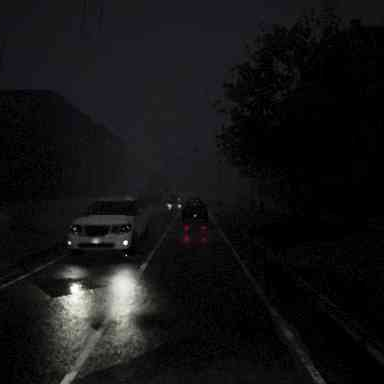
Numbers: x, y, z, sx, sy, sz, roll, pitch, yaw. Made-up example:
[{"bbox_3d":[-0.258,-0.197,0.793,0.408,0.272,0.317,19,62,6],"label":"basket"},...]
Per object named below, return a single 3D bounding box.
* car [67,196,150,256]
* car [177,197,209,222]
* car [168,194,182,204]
[{"bbox_3d":[-3.035,1.195,13.298,2.150,2.045,5.566,0,0,0],"label":"car"},{"bbox_3d":[0.223,1.396,24.974,2.128,1.511,4.902,0,0,0],"label":"car"},{"bbox_3d":[-2.794,1.070,54.818,2.097,1.767,4.553,0,0,1],"label":"car"}]
